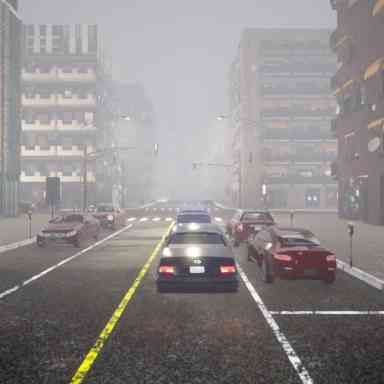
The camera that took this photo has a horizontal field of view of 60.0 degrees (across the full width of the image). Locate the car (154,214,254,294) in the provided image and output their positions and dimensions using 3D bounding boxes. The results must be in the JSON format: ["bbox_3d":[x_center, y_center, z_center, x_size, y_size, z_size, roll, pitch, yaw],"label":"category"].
[{"bbox_3d":[0.102,1.550,8.948,2.033,1.411,5.357,0,0,0],"label":"car"}]

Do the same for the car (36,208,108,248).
[{"bbox_3d":[-5.309,1.585,14.821,1.802,1.307,4.206,1,0,0],"label":"car"}]

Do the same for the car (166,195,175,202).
[{"bbox_3d":[-5.293,1.557,81.267,1.887,1.381,4.507,1,0,0],"label":"car"}]

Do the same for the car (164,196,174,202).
[{"bbox_3d":[-5.294,1.578,75.597,1.947,1.339,4.313,1,0,0],"label":"car"}]

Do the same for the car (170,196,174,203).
[{"bbox_3d":[-5.295,1.536,69.756,1.752,1.417,4.829,1,0,0],"label":"car"}]

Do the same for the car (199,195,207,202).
[{"bbox_3d":[2.587,1.557,81.296,1.887,1.381,4.507,1,0,0],"label":"car"}]

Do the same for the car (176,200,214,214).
[{"bbox_3d":[0.096,1.482,19.590,1.882,1.535,5.008,0,0,0],"label":"car"}]

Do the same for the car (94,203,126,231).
[{"bbox_3d":[-5.310,1.445,20.371,1.967,1.590,4.097,1,0,0],"label":"car"}]

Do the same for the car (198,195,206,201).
[{"bbox_3d":[2.588,1.563,86.967,2.008,1.369,4.403,1,0,0],"label":"car"}]

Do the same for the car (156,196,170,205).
[{"bbox_3d":[-5.297,1.535,58.414,1.752,1.417,4.829,1,0,0],"label":"car"}]

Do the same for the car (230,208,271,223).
[{"bbox_3d":[2.578,1.444,14.842,1.967,1.590,4.097,1,0,0],"label":"car"}]

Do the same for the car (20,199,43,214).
[{"bbox_3d":[-17.557,1.241,31.884,5.009,1.841,2.192,0,-1,0],"label":"car"}]

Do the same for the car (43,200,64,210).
[{"bbox_3d":[-17.617,1.591,39.760,4.313,1.339,1.947,0,-1,0],"label":"car"}]

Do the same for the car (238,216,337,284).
[{"bbox_3d":[2.575,1.584,9.293,1.802,1.307,4.206,1,0,0],"label":"car"}]

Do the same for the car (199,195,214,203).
[{"bbox_3d":[2.583,1.560,52.941,2.008,1.369,4.403,1,0,0],"label":"car"}]
